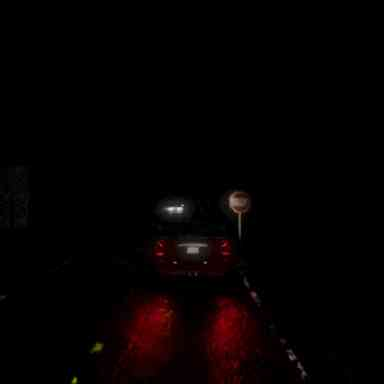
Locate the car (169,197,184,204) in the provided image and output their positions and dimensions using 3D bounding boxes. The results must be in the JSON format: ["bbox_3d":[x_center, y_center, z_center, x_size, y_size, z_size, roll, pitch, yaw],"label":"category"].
[{"bbox_3d":[-2.812,1.932,56.331,1.895,1.301,4.718,0,0,0],"label":"car"}]

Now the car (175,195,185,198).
[{"bbox_3d":[-2.751,1.633,71.792,2.150,2.045,5.566,0,0,0],"label":"car"}]

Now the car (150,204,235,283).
[{"bbox_3d":[-0.004,1.414,10.034,2.097,1.767,4.553,0,0,-1],"label":"car"}]
